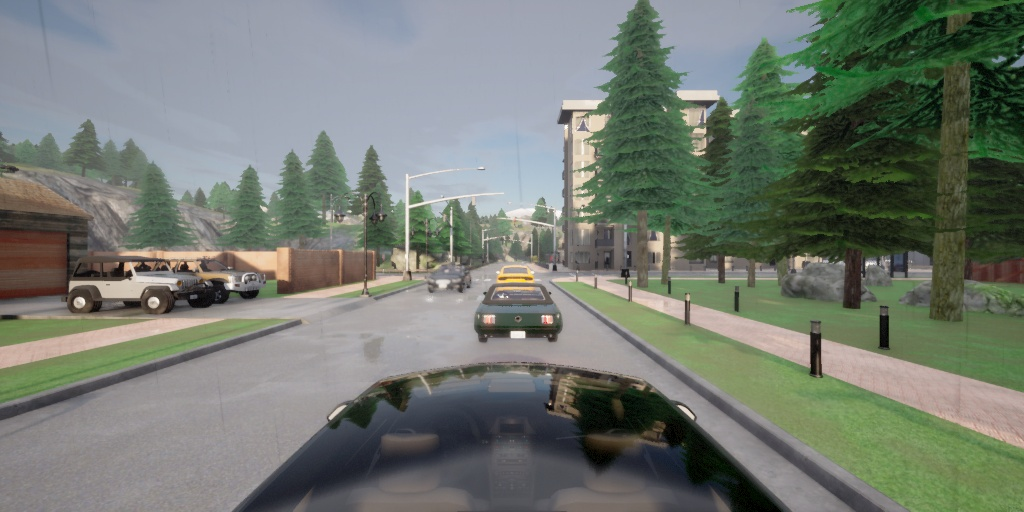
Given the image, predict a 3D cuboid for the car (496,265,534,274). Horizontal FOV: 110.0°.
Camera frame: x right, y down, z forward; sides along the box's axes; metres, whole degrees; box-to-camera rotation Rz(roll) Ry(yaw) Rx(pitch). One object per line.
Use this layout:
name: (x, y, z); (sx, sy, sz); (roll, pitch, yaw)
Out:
car: (0.175, 1.228, 19.022); (1.882, 1.535, 5.008); (0, 0, 0)

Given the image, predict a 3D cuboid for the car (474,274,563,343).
car: (0.146, 1.351, 9.683); (1.895, 1.301, 4.718); (0, 0, 0)

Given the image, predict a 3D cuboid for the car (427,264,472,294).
car: (-3.438, 1.243, 20.440); (2.128, 1.511, 4.902); (0, 0, 1)
